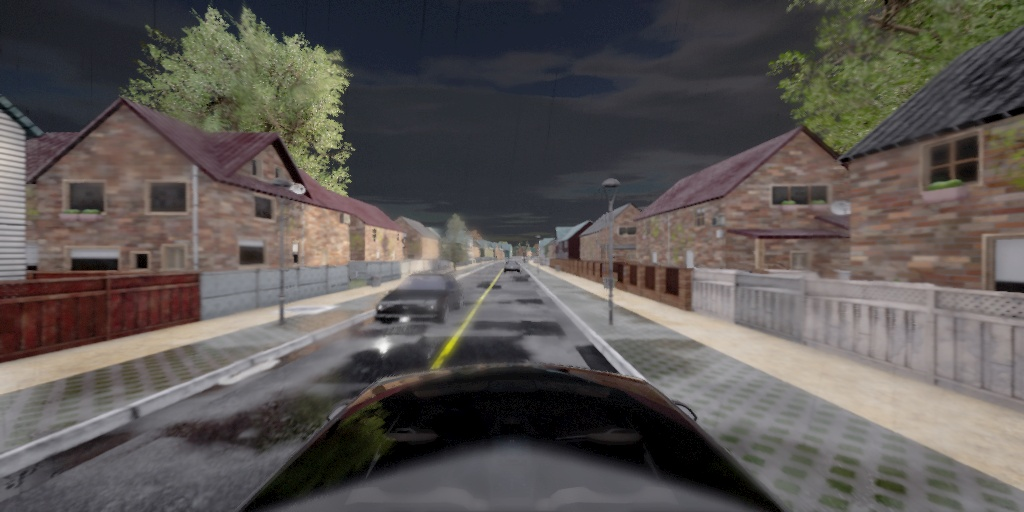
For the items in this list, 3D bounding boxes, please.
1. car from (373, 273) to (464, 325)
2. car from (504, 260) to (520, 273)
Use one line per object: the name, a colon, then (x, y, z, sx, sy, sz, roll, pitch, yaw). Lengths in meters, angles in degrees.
car: (-2.800, 1.293, 12.092, 2.033, 1.411, 5.357, 0, 0, 1)
car: (-0.001, 1.293, 43.428, 1.994, 1.385, 4.181, 0, 0, 0)
